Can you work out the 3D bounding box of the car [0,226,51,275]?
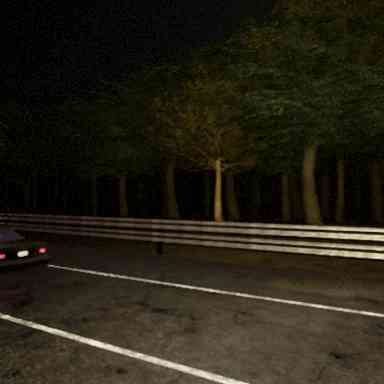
[{"bbox_3d":[-6.679,1.724,10.168,5.357,1.411,2.033,-1,-1,31],"label":"car"}]
